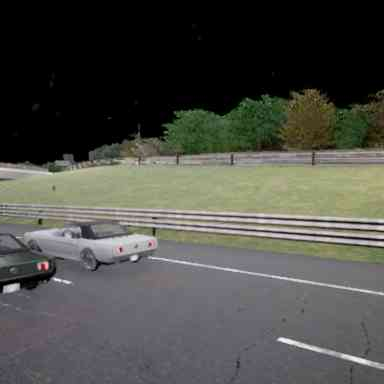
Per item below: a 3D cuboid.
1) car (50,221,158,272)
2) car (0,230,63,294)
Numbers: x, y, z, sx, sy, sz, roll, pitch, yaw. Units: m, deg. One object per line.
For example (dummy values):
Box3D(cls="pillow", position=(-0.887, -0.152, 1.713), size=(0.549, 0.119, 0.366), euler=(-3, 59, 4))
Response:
Box3D(cls="car", position=(-3.450, 1.581, 10.741), size=(4.718, 1.301, 1.895), euler=(0, 0, 35))
Box3D(cls="car", position=(-5.310, 1.581, 7.769), size=(4.718, 1.301, 1.895), euler=(0, 0, 35))
